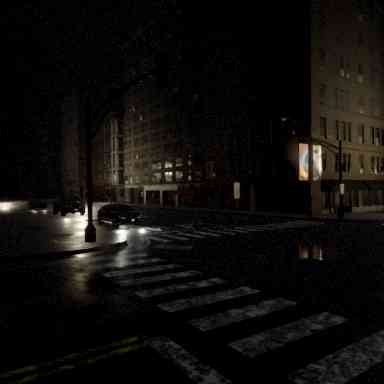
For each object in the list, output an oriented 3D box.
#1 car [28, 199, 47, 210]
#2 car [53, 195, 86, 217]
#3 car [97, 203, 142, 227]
[{"bbox_3d":[-22.217,1.740,47.620,2.033,1.411,5.357,-1,0,-35],"label":"car"},{"bbox_3d":[-12.700,1.369,34.227,2.150,2.045,5.566,-1,0,-35],"label":"car"},{"bbox_3d":[-5.295,1.614,23.871,1.837,1.490,4.892,-1,0,-36],"label":"car"}]
